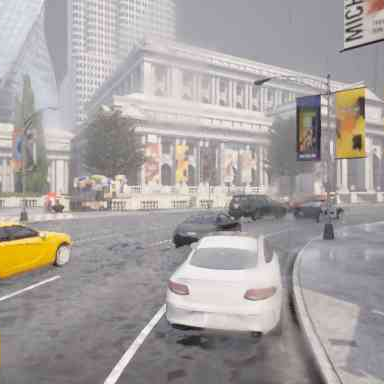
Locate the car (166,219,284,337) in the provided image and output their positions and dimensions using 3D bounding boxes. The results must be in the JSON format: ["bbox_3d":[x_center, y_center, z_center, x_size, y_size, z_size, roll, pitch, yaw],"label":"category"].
[{"bbox_3d":[0.836,1.525,6.696,1.812,1.442,4.674,0,0,13],"label":"car"}]

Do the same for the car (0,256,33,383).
[{"bbox_3d":[-2.641,1.477,0.956,1.882,1.535,5.008,0,0,0],"label":"car"}]

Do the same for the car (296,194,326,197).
[{"bbox_3d":[12.451,1.219,36.231,5.566,2.045,2.150,0,0,-29],"label":"car"}]

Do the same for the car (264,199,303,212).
[{"bbox_3d":[10.807,1.595,39.321,4.181,1.385,1.994,0,0,-29],"label":"car"}]

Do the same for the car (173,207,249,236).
[{"bbox_3d":[0.840,1.564,14.579,1.994,1.385,4.181,0,0,25],"label":"car"}]

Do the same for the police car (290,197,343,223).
[{"bbox_3d":[10.099,1.427,26.196,5.238,1.638,1.930,1,-1,-39],"label":"police car"}]

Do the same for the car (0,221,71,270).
[{"bbox_3d":[-5.097,1.476,8.553,1.882,1.535,5.008,0,0,13],"label":"car"}]

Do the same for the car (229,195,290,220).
[{"bbox_3d":[5.221,1.222,26.524,5.566,2.045,2.150,0,0,-44],"label":"car"}]
